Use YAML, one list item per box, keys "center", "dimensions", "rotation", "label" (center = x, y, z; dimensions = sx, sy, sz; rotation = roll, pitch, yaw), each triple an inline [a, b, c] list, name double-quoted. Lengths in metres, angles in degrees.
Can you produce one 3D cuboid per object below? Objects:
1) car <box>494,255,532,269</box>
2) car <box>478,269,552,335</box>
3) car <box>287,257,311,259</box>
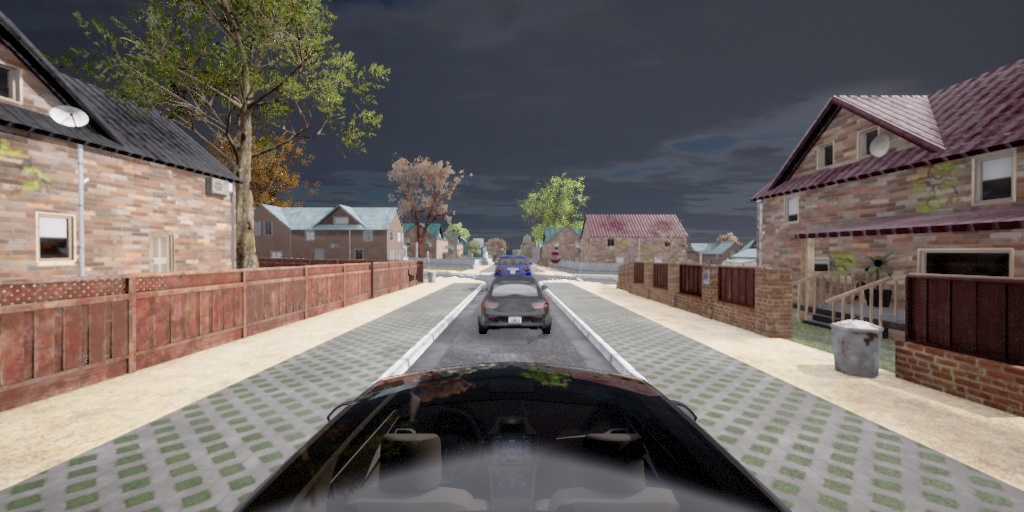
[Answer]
- center: [0.064, 0.982, 22.552]
  dimensions: [2.150, 2.045, 5.566]
  rotation: [0, 0, 0]
  label: "car"
- center: [0.077, 1.277, 10.392]
  dimensions: [1.812, 1.442, 4.674]
  rotation: [0, 0, 0]
  label: "car"
- center: [-18.078, 0.840, 30.951]
  dimensions: [4.892, 1.490, 1.837]
  rotation: [2, 1, 0]
  label: "car"
